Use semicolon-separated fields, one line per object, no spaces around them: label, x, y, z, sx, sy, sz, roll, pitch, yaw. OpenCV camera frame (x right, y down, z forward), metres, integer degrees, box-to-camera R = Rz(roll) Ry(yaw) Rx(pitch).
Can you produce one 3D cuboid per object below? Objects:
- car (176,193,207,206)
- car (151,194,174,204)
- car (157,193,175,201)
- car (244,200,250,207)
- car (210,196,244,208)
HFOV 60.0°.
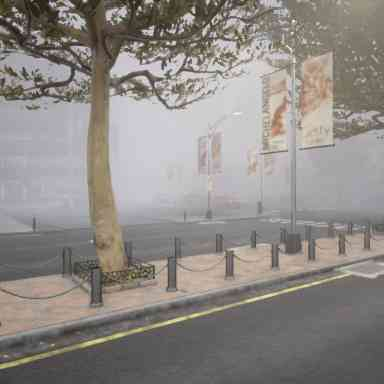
car;-0.178;1.352;55.955;2.097;1.767;4.553;0;0;-36
car;-6.081;1.564;63.566;1.994;1.385;4.181;0;0;-42
car;-5.085;1.221;67.868;5.566;2.045;2.150;0;0;45
car;6.980;1.526;52.017;1.812;1.442;4.674;0;0;-36
car;4.916;1.352;48.874;2.097;1.767;4.553;0;0;-35
